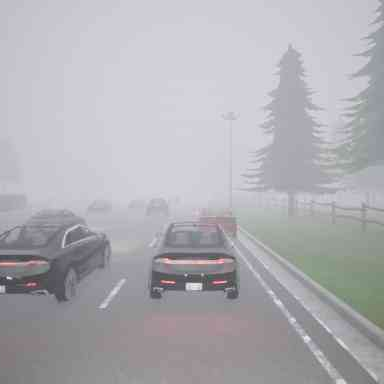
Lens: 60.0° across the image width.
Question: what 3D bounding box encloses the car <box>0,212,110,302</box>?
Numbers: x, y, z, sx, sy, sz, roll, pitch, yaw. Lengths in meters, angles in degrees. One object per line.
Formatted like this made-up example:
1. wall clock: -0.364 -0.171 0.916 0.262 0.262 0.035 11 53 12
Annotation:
1. car: -3.395 1.491 8.247 2.128 1.511 4.902 0 0 0

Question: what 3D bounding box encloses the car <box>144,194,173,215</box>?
1. car: -3.380 1.352 34.316 2.097 1.767 4.553 0 0 0

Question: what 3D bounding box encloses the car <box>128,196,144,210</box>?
1. car: -6.876 1.547 42.595 2.033 1.411 5.357 0 0 0

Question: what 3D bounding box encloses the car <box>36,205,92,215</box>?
1. car: -6.890 1.564 16.935 1.994 1.385 4.181 0 0 0

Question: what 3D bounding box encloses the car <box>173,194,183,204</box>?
1. car: -3.360 1.351 65.721 2.097 1.767 4.553 0 0 0

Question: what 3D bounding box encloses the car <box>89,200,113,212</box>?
1. car: -10.378 1.564 37.730 1.994 1.385 4.181 0 0 0

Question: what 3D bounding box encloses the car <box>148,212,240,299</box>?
1. car: 0.057 1.492 8.419 2.128 1.511 4.902 0 0 0

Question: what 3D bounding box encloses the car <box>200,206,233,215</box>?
1. car: 1.235 1.478 17.760 1.882 1.535 5.008 0 0 0

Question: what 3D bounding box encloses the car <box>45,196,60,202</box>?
1. car: -30.438 1.595 72.392 1.895 1.301 4.718 0 0 -38
